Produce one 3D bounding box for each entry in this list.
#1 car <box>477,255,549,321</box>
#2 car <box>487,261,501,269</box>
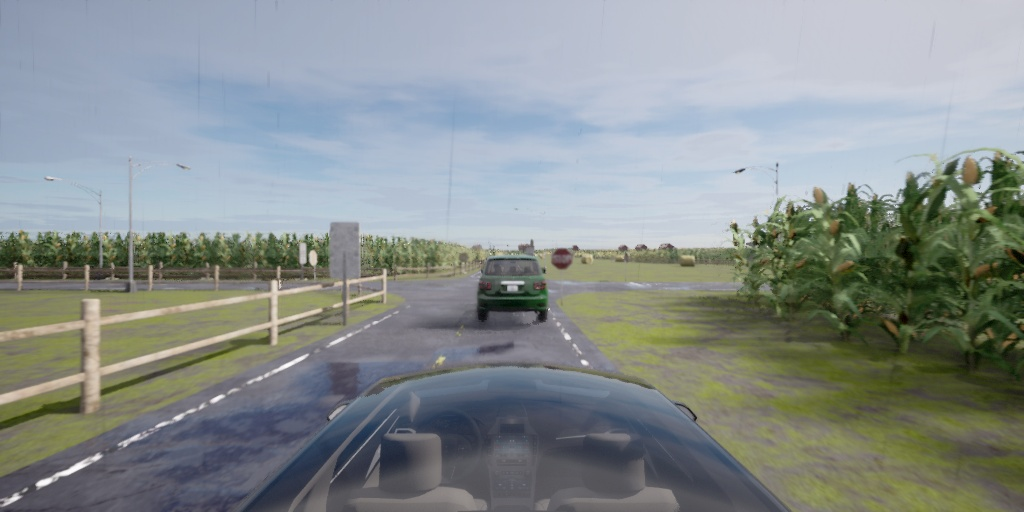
[{"bbox_3d":[0.037,0.994,12.617,2.150,2.045,5.566,0,0,0],"label":"car"},{"bbox_3d":[-2.826,1.415,57.510,1.895,1.301,4.718,0,0,0],"label":"car"}]
